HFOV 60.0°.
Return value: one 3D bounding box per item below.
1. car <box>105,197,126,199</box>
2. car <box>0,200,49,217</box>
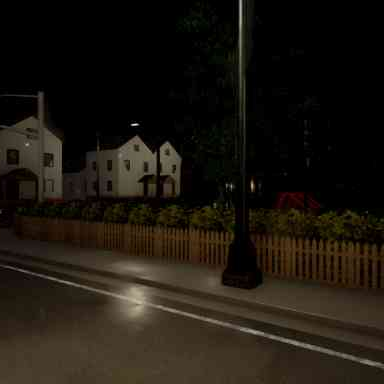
[{"bbox_3d":[-9.389,1.352,38.811,2.097,1.767,4.553,0,0,35],"label":"car"},{"bbox_3d":[-15.037,1.491,30.641,2.128,1.511,4.902,0,0,35],"label":"car"}]
